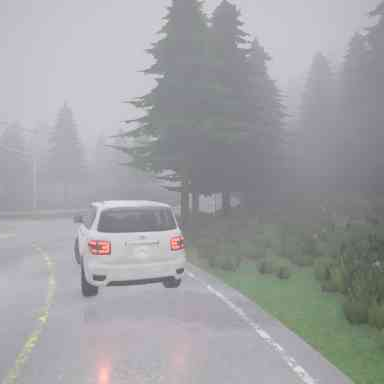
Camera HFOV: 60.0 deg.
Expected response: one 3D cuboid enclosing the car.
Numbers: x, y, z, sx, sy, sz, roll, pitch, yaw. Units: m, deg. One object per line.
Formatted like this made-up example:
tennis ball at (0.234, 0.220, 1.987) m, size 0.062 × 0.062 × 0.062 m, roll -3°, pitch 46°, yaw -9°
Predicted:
car at (-1.894, 1.221, 8.971) m, size 2.150 × 2.045 × 5.566 m, roll 0°, pitch 0°, yaw -20°
